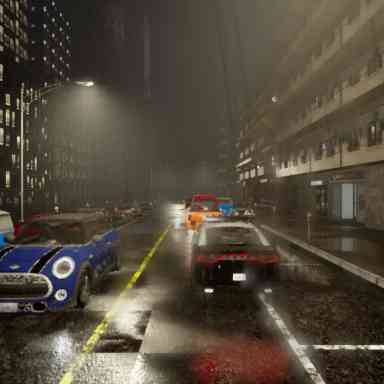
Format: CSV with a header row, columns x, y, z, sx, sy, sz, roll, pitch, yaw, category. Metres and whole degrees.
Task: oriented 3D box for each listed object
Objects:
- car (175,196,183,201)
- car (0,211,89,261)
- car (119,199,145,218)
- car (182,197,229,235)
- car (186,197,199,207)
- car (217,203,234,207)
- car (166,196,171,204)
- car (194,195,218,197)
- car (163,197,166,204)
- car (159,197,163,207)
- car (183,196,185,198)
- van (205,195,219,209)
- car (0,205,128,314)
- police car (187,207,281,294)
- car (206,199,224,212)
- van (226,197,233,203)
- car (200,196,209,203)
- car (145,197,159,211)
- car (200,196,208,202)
x,y,z,sx,sy,sz,roll,pitch,yaw,category
-2.881,1.653,91.742,1.994,1.385,4.181,0,0,0,car
-5.676,1.545,12.996,1.887,1.381,4.507,0,0,0,car
-5.655,1.448,29.566,1.967,1.590,4.097,0,0,0,car
0.681,1.349,18.805,2.097,1.767,4.553,0,0,0,car
0.072,1.578,54.431,2.033,1.411,5.357,0,0,0,car
2.712,1.553,18.508,2.008,1.369,4.403,0,0,0,car
-5.612,1.606,62.702,1.947,1.339,4.313,0,0,0,car
0.933,1.230,24.871,2.150,2.045,5.566,0,0,0,car
-5.627,1.468,51.657,1.967,1.590,4.097,0,0,0,car
-5.634,1.573,46.133,2.008,1.369,4.403,0,0,0,car
0.085,1.526,44.235,1.837,1.490,4.892,0,0,1,car
2.747,1.364,46.122,1.690,1.788,3.998,0,0,0,van
-3.090,1.352,7.847,2.097,1.767,4.553,0,0,0,car
0.912,1.425,8.950,1.930,1.638,5.238,0,0,0,police car
2.740,1.562,40.599,1.887,1.381,4.507,0,0,0,car
2.726,1.349,29.554,1.690,1.788,3.998,0,0,0,van
2.783,1.622,73.737,1.947,1.339,4.313,0,0,0,car
-5.641,1.568,40.610,2.008,1.369,4.403,0,0,0,car
2.790,1.591,79.429,1.752,1.417,4.829,0,0,0,car
